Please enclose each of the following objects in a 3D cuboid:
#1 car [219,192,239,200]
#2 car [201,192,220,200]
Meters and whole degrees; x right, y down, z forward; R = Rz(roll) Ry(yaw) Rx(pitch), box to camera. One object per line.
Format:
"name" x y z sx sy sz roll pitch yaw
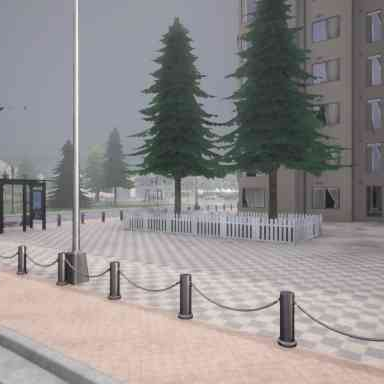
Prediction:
"car" 9.602 1.374 84.687 3.633 1.501 1.845 0 0 35
"car" 5.241 1.384 91.390 3.806 1.475 1.970 0 0 35
